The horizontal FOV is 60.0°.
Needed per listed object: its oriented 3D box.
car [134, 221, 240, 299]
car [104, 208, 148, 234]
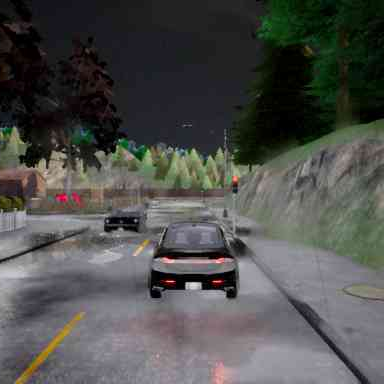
[{"bbox_3d":[0.052,1.492,8.464,2.128,1.511,4.902,0,0,1],"label":"car"},{"bbox_3d":[-3.712,1.601,19.426,1.895,1.301,4.718,0,0,-2],"label":"car"}]
